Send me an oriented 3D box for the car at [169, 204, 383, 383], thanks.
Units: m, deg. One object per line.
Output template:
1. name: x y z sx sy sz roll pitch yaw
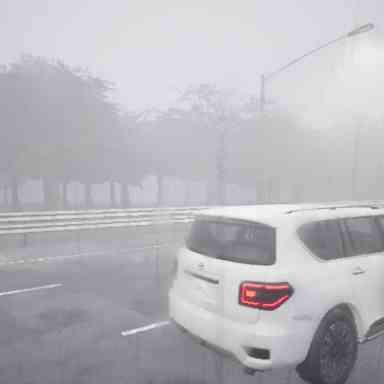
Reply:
1. car: 2.277 1.213 5.494 5.566 2.045 2.150 0 0 -35
